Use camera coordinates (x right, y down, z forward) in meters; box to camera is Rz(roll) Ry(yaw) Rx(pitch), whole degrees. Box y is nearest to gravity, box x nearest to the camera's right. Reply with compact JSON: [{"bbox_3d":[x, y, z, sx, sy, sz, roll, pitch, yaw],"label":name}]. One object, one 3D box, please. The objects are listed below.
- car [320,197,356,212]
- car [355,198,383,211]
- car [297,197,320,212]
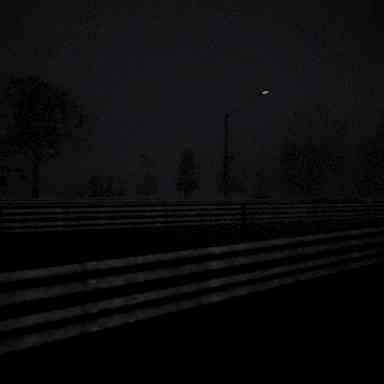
[{"bbox_3d":[14.390,1.249,30.145,4.892,1.490,1.837,0,0,-23],"label":"car"},{"bbox_3d":[16.023,1.344,27.064,4.718,1.301,1.895,0,0,-23],"label":"car"},{"bbox_3d":[12.764,1.250,33.260,4.892,1.490,1.837,0,0,-23],"label":"car"}]
